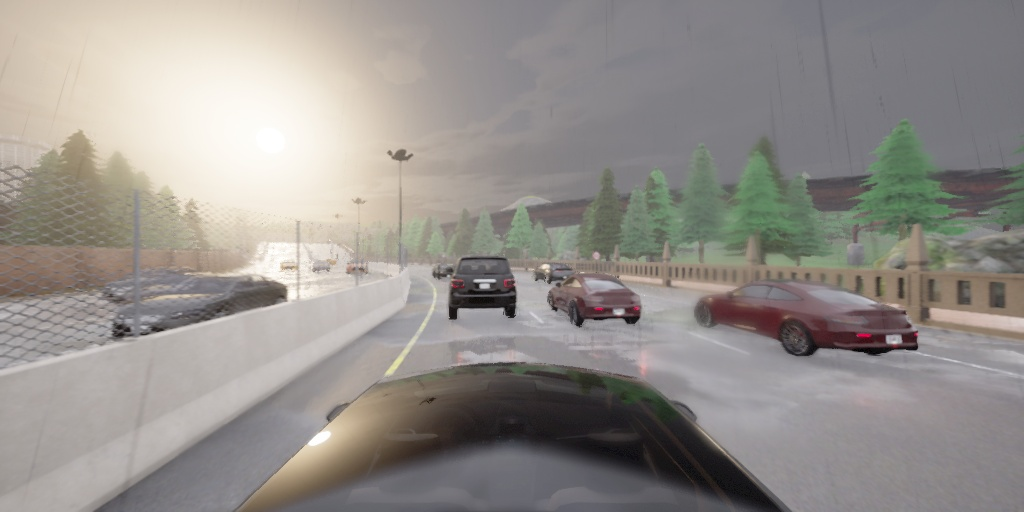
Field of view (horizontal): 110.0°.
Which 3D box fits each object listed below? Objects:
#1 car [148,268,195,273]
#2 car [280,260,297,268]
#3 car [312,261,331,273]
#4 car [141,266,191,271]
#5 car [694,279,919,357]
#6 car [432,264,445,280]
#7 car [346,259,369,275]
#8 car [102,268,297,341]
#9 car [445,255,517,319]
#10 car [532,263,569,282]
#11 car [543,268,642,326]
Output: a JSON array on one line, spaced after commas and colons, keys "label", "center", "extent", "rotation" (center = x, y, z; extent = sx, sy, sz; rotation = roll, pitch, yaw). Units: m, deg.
[{"label": "car", "center": [-12.153, 1.330, 13.604], "extent": [1.994, 1.385, 4.181], "rotation": [0, 0, -11]}, {"label": "car", "center": [-30.577, 1.280, 49.178], "extent": [1.882, 1.535, 5.008], "rotation": [0, 0, -33]}, {"label": "car", "center": [-24.279, 1.322, 45.690], "extent": [1.812, 1.442, 4.674], "rotation": [0, 0, -31]}, {"label": "car", "center": [-16.348, 1.262, 16.827], "extent": [2.128, 1.511, 4.902], "rotation": [0, 0, -13]}, {"label": "car", "center": [6.366, 1.277, 8.485], "extent": [1.812, 1.442, 4.674], "rotation": [0, 0, -6]}, {"label": "car", "center": [-6.001, 1.376, 32.037], "extent": [1.895, 1.301, 4.718], "rotation": [0, 0, -19]}, {"label": "car", "center": [-17.583, 1.140, 40.749], "extent": [2.097, 1.767, 4.553], "rotation": [0, 0, -27]}, {"label": "car", "center": [-8.029, 1.252, 9.877], "extent": [2.128, 1.511, 4.902], "rotation": [0, 0, -8]}, {"label": "car", "center": [-1.207, 0.980, 13.186], "extent": [2.150, 2.045, 5.566], "rotation": [0, 0, -9]}, {"label": "car", "center": [2.975, 1.258, 26.665], "extent": [2.128, 1.511, 4.902], "rotation": [0, 0, -15]}, {"label": "car", "center": [2.494, 1.281, 11.603], "extent": [1.812, 1.442, 4.674], "rotation": [0, 0, -7]}]
